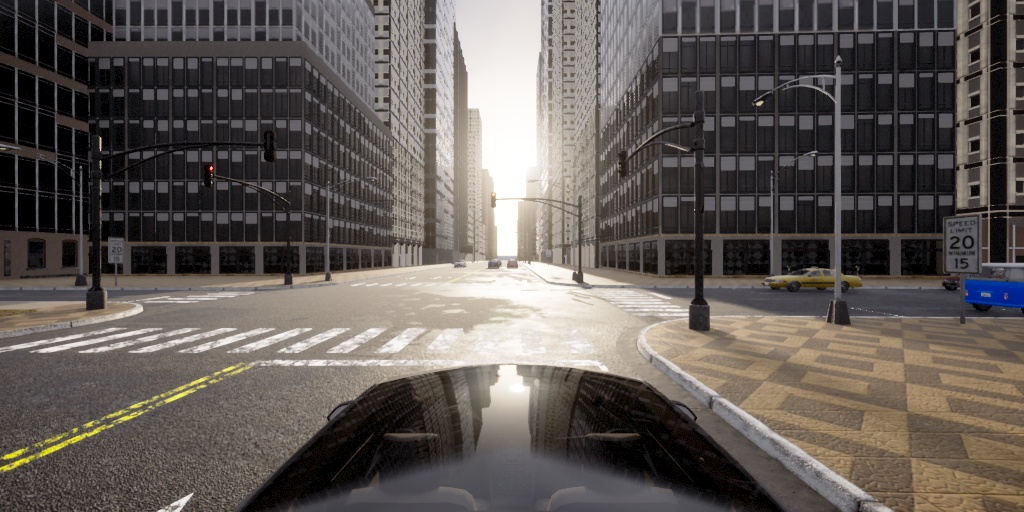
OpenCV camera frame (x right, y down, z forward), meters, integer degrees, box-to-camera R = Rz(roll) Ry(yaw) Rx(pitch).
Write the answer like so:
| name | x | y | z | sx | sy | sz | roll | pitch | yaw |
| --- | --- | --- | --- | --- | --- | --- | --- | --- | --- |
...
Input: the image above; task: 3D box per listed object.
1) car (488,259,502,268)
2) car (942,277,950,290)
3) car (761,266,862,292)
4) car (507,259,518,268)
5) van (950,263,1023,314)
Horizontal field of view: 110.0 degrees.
| name | x | y | z | sx | sy | sz | roll | pitch | yaw |
| --- | --- | --- | --- | --- | --- | --- | --- | --- | --- |
| car | -3.167 | 1.335 | 62.806 | 1.882 | 1.535 | 5.008 | 0 | 0 | 0 |
| car | 26.947 | 1.356 | 20.114 | 4.207 | 1.307 | 1.802 | 0 | 0 | 2 |
| car | 17.113 | 1.293 | 20.612 | 4.829 | 1.417 | 1.751 | 0 | 0 | 2 |
| car | 0.084 | 1.425 | 63.635 | 1.994 | 1.385 | 4.181 | 0 | 0 | 0 |
| van | 18.373 | 1.119 | 12.438 | 3.998 | 1.789 | 1.690 | 0 | 0 | 2 |
